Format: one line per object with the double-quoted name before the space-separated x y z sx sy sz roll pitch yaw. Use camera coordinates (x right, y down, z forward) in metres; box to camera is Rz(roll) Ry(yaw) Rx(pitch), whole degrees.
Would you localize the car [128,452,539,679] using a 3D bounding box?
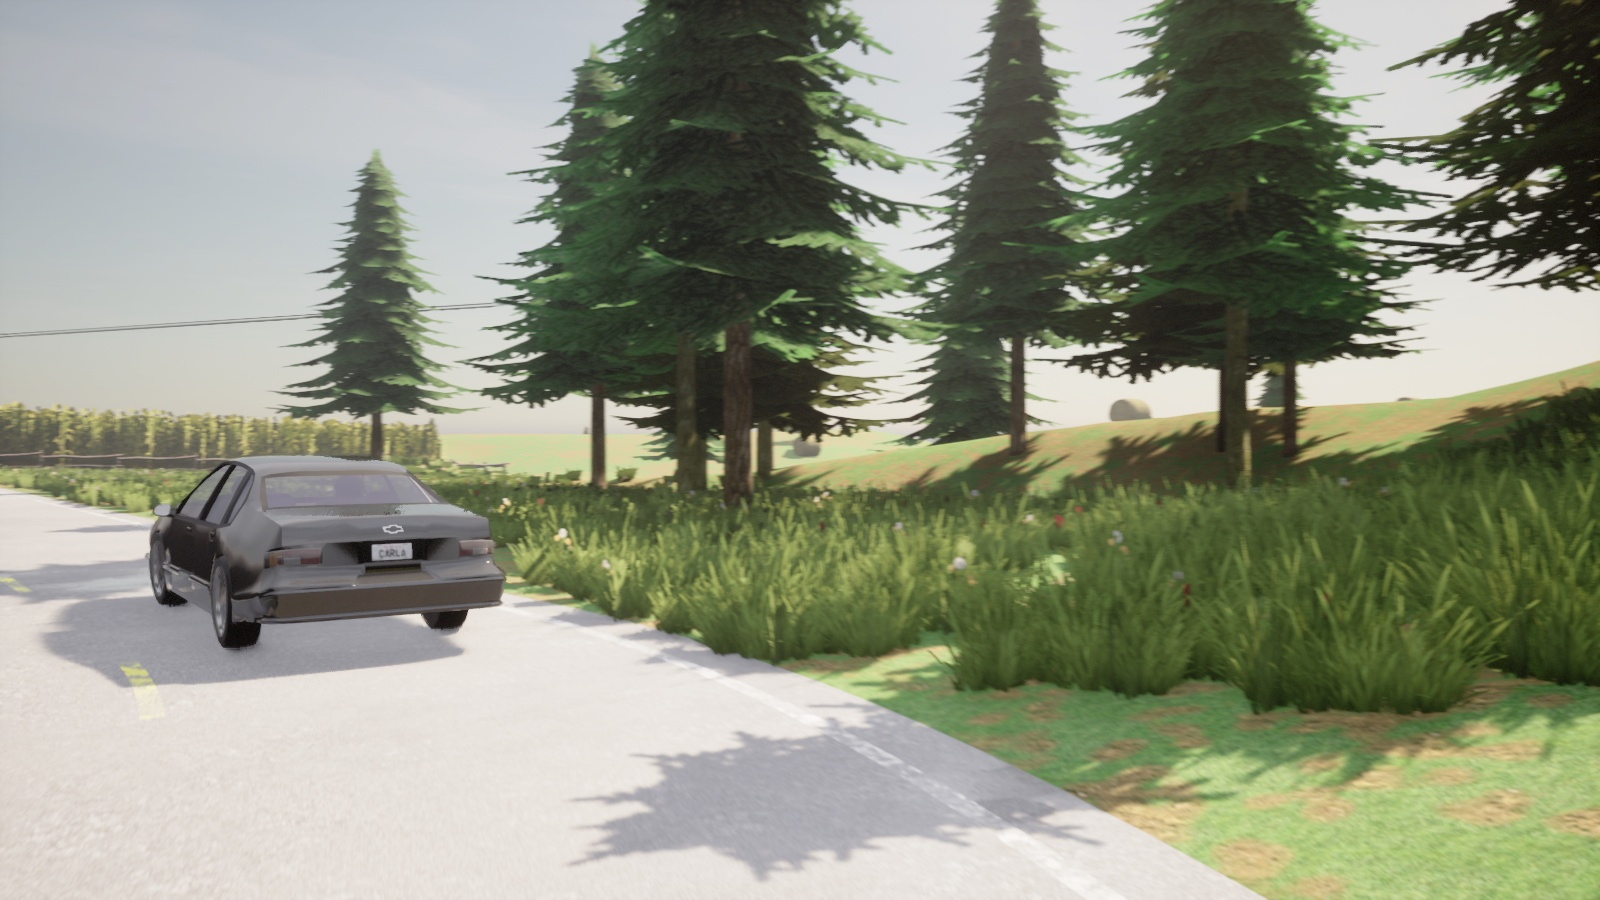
"car" -4.267 0.739 10.779 2.033 1.411 5.357 0 0 -35
